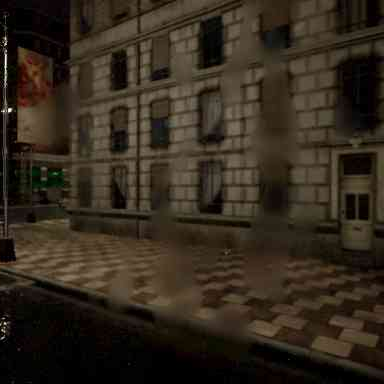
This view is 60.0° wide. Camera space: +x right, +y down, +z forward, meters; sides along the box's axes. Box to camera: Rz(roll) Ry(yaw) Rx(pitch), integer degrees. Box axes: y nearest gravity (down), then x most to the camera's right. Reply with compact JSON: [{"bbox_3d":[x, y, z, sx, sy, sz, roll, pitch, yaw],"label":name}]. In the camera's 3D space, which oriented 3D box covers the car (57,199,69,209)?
[{"bbox_3d":[-14.620,1.298,42.195,1.882,1.535,5.008,0,0,36],"label":"car"}]
